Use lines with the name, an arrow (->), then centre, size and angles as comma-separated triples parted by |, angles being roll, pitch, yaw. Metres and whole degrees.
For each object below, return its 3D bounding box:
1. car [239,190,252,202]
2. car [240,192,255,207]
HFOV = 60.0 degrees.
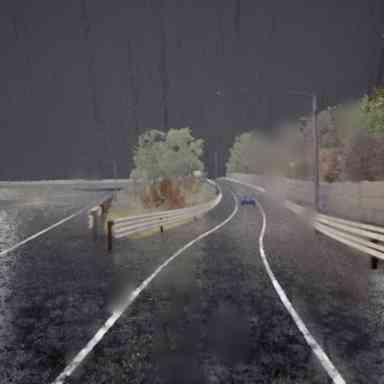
car -> 10.111, 0.730, 62.698 | 2.097, 1.767, 4.553 | -1, 3, 6
car -> 8.776, 1.150, 52.356 | 2.150, 2.045, 5.566 | -1, 2, 8
